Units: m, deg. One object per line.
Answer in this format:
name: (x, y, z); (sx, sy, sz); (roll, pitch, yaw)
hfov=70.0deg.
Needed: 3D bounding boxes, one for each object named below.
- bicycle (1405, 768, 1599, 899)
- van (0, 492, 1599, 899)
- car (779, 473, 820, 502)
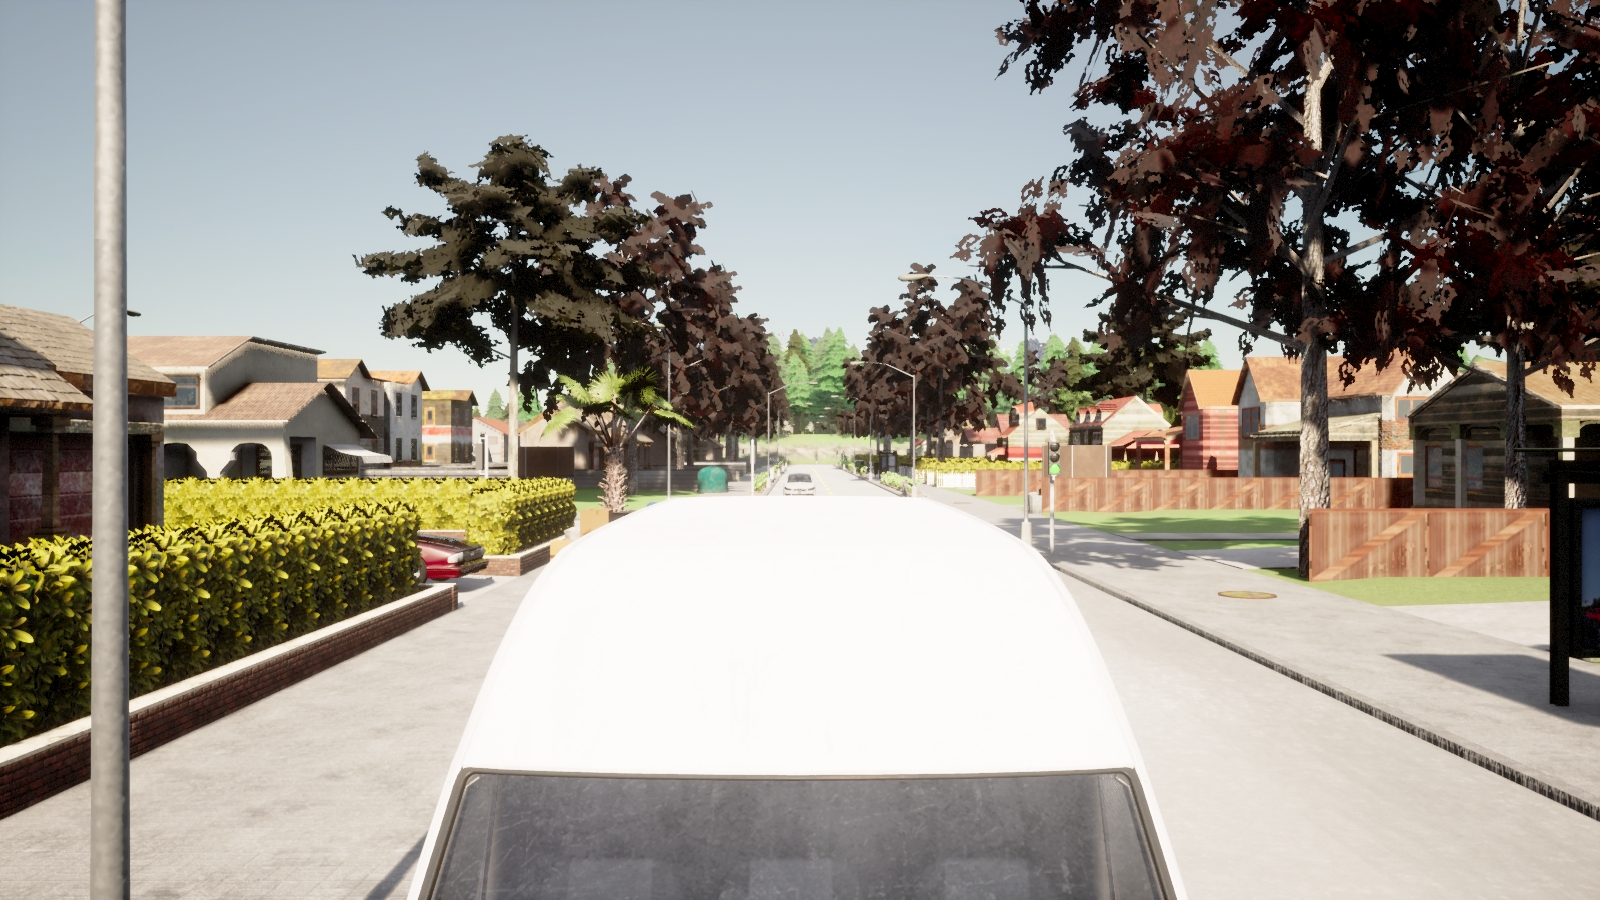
bicycle: (2.687, 2.062, 3.843); (0.329, 1.471, 1.835); (0, 0, 0)
van: (0.002, 1.537, 4.030); (1.988, 2.561, 5.915); (0, 0, 0)
car: (-0.024, 2.087, 64.511); (2.231, 1.480, 4.892); (0, 0, 0)
